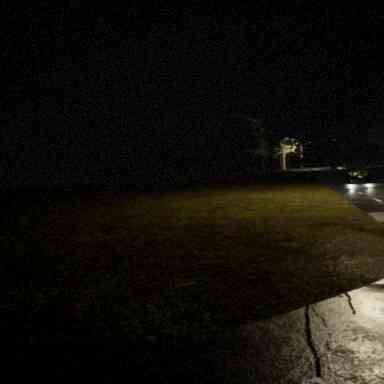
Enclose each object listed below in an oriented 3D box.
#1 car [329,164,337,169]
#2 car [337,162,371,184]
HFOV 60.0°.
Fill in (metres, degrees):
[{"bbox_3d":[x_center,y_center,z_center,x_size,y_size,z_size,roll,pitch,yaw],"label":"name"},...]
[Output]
[{"bbox_3d":[34.344,-6.087,80.765,1.837,1.490,4.892,-2,4,18],"label":"car"},{"bbox_3d":[16.823,-2.034,34.373,2.150,2.045,5.566,-2,4,17],"label":"car"}]
